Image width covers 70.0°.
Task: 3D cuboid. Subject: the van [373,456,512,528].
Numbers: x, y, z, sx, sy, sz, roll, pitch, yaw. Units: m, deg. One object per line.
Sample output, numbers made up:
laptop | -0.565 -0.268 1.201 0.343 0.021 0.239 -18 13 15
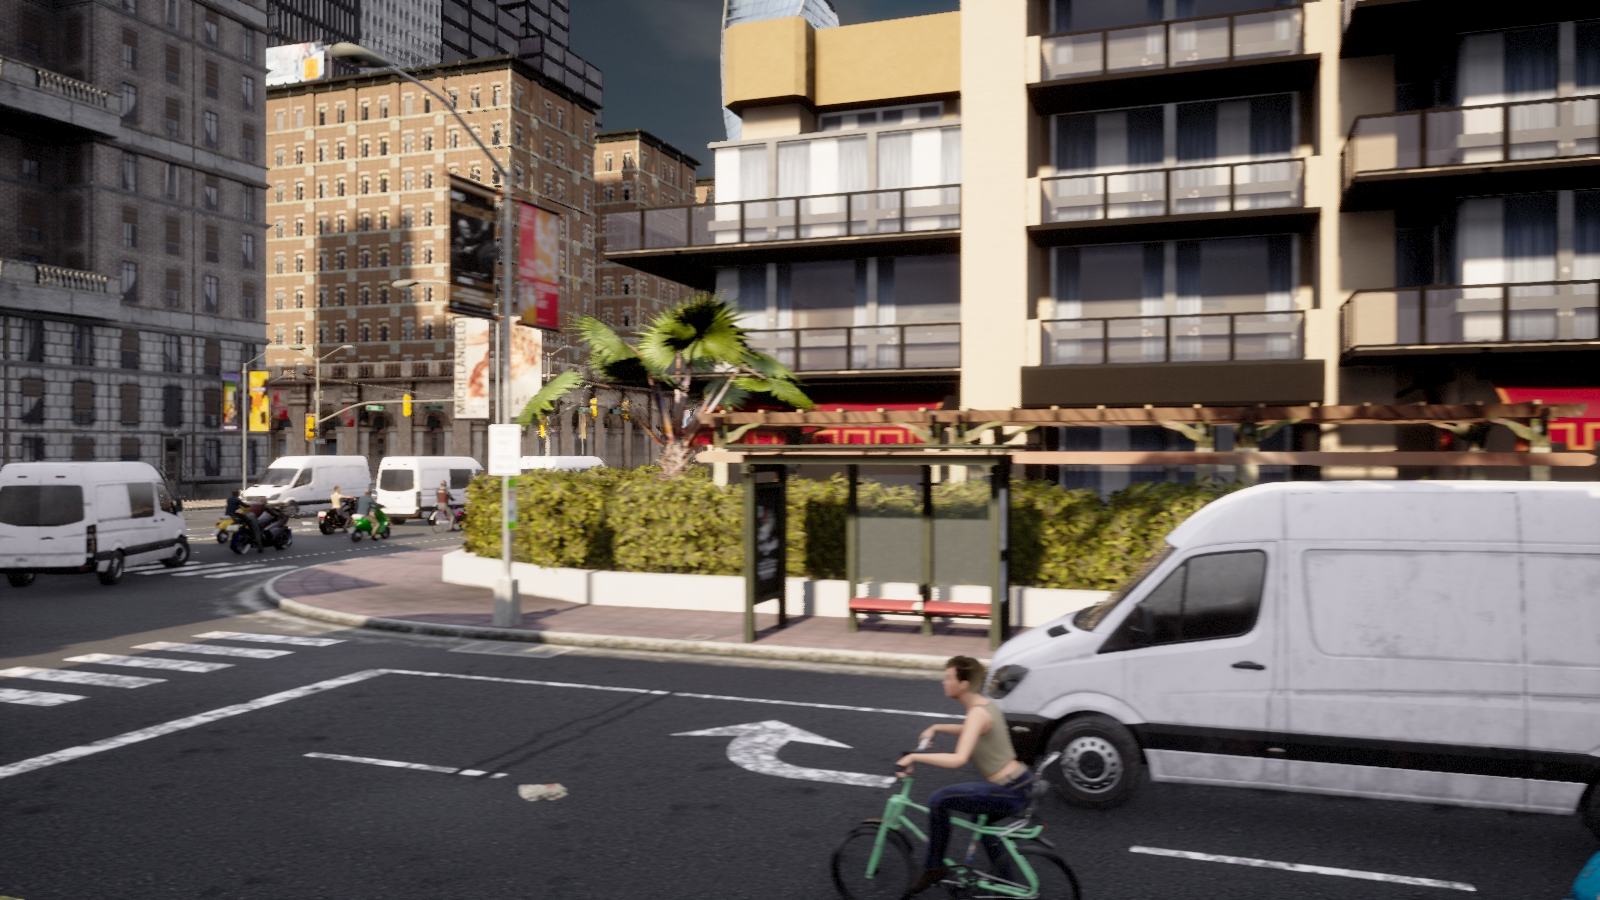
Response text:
van | -13.747 1.534 44.373 1.988 2.561 5.915 0 0 20

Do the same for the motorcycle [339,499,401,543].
motorcycle | -13.233 2.182 35.205 0.856 1.236 1.805 0 0 19

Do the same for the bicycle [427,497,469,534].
bicycle | -11.940 2.210 38.808 0.329 1.171 1.835 0 0 19

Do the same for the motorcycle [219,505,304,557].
motorcycle | -14.835 2.205 31.526 0.867 1.251 2.209 0 0 17

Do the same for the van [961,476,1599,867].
van | 4.419 1.534 9.133 5.915 2.561 1.988 0 0 20

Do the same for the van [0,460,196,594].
van | -15.531 1.534 25.425 1.988 2.561 5.915 0 0 -10

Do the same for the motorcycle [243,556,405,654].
motorcycle | -6.885 2.213 16.618 0.803 1.145 2.033 0 0 40

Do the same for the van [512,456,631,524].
van | -9.208 1.534 46.660 1.988 2.561 5.915 0 0 19

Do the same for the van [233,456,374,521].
van | -20.882 1.534 48.415 1.988 2.561 5.915 0 0 19
